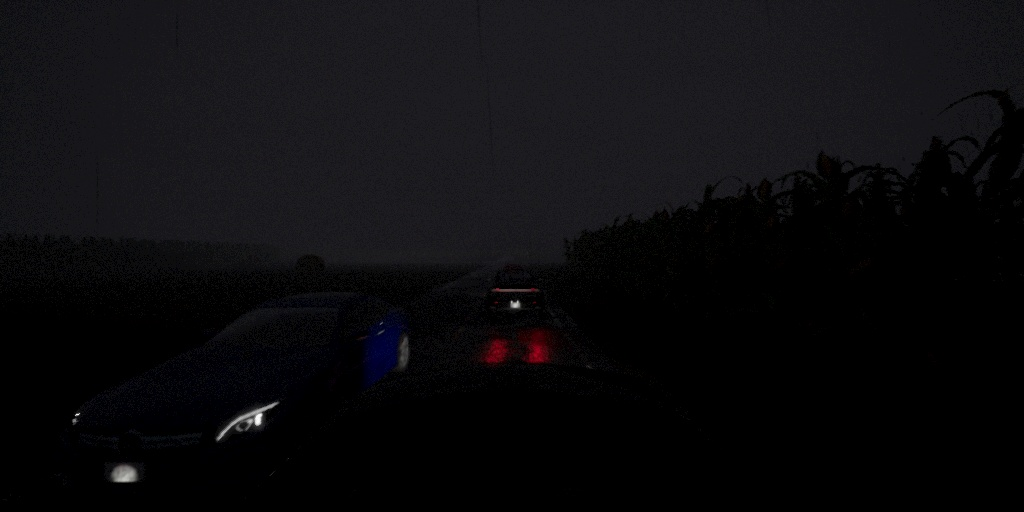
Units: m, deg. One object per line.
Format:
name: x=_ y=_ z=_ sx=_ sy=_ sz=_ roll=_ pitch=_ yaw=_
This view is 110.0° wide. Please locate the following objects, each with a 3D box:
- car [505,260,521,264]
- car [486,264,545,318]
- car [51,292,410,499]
car: x=0.100 y=1.146 z=33.576 sx=1.882 sy=1.535 sz=5.008 roll=0 pitch=0 yaw=0
car: x=0.100 y=1.218 z=12.861 sx=2.128 sy=1.511 sz=4.902 roll=0 pitch=0 yaw=0
car: x=-2.750 y=1.270 z=4.873 sx=1.812 sy=1.442 sz=4.674 roll=0 pitch=0 yaw=0
